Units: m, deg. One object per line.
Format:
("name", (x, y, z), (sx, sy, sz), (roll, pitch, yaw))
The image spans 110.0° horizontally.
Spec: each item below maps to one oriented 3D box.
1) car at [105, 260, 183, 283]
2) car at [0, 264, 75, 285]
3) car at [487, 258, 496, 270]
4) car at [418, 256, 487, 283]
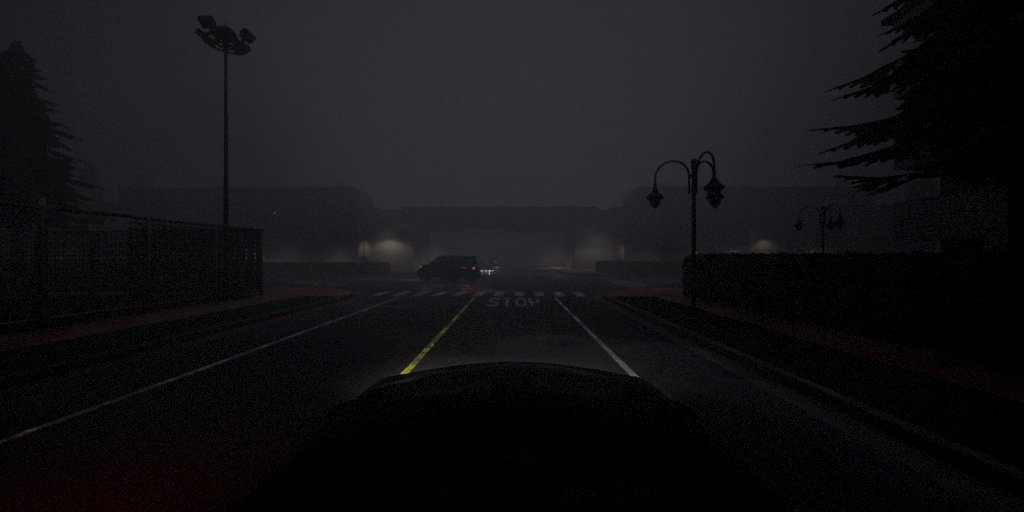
("car", (-28.051, 1.125, 27.476), (4.553, 1.767, 2.097), (0, 0, 1))
("car", (-32.498, 1.250, 24.046), (5.008, 1.535, 1.882), (0, 0, 1))
("car", (-3.889, 1.345, 53.597), (1.994, 1.385, 4.181), (0, 0, 0))
("car", (-4.993, 0.994, 28.203), (5.566, 2.045, 2.150), (0, -1, 37))
